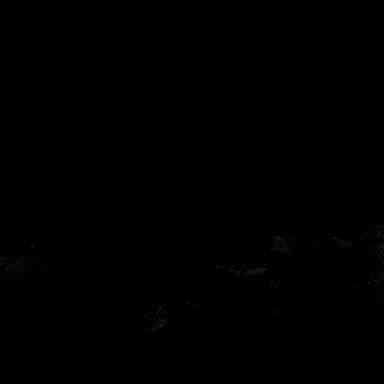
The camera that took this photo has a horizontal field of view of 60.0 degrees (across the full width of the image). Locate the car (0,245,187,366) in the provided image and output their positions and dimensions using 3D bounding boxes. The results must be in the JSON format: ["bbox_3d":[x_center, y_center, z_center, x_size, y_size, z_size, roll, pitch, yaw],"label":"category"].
[{"bbox_3d":[-2.086,1.566,5.049,4.313,1.339,1.947,0,0,-36],"label":"car"}]

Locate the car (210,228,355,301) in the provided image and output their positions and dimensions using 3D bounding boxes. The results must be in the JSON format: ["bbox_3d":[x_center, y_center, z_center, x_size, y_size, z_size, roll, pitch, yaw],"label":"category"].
[{"bbox_3d":[2.392,1.582,8.246,4.206,1.307,1.802,0,0,-36],"label":"car"}]
